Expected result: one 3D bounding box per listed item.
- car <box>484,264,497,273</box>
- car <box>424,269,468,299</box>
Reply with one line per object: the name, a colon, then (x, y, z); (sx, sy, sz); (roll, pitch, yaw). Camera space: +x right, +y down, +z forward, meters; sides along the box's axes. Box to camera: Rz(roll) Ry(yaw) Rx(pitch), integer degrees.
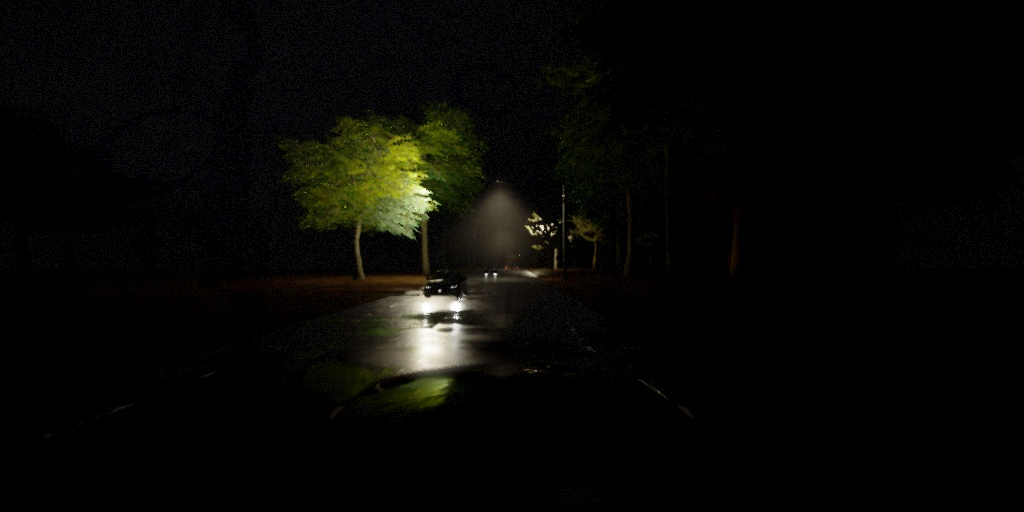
car: (-3.532, 2.102, 60.468); (1.837, 1.490, 4.892); (0, -1, 0)
car: (-3.593, 1.514, 20.220); (1.837, 1.490, 4.892); (0, -1, 0)
